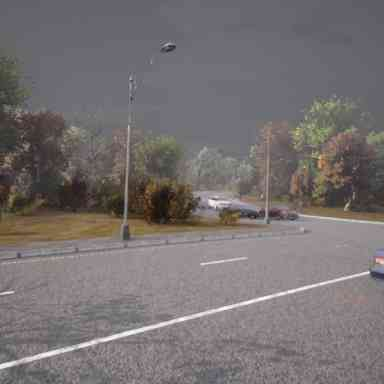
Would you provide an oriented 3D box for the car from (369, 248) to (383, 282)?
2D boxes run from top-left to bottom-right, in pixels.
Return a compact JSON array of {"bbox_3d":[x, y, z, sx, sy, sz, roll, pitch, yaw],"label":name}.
[{"bbox_3d":[6.634,1.665,8.499,5.357,1.411,2.033,2,-1,-36],"label":"car"}]

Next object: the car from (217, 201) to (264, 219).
[{"bbox_3d":[5.233,2.134,36.609,2.033,1.411,5.357,3,-1,-23],"label":"car"}]

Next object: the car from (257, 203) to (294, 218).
[{"bbox_3d":[10.561,2.352,42.640,2.128,1.511,4.902,3,0,-21],"label":"car"}]

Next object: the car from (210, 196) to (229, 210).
[{"bbox_3d":[4.174,1.727,50.208,2.150,2.045,5.566,2,1,-16],"label":"car"}]

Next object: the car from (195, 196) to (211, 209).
[{"bbox_3d":[0.767,1.855,49.481,1.837,1.490,4.892,2,1,-15],"label":"car"}]

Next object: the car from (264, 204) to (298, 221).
[{"bbox_3d":[9.365,2.107,35.985,2.097,1.767,4.553,3,-1,-23],"label":"car"}]
